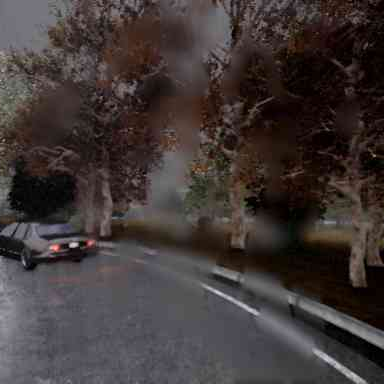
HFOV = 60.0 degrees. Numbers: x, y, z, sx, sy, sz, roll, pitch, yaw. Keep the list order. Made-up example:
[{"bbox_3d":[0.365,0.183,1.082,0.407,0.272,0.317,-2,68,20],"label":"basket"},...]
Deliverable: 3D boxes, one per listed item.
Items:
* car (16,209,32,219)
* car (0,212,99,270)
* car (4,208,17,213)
[{"bbox_3d":[-38.363,5.068,75.913,2.150,2.045,5.566,0,-5,-15],"label":"car"},{"bbox_3d":[-5.353,1.631,11.431,5.357,1.411,2.033,-1,0,41],"label":"car"},{"bbox_3d":[-35.476,4.282,65.897,2.150,2.045,5.566,0,-5,-16],"label":"car"}]
